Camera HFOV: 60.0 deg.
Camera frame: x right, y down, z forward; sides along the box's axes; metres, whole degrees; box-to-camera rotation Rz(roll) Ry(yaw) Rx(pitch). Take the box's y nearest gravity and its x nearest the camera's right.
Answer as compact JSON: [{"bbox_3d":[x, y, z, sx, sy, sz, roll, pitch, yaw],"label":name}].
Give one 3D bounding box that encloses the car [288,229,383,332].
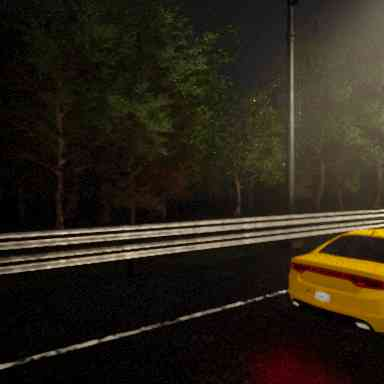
[{"bbox_3d":[4.051,1.479,6.613,5.008,1.535,1.882,0,0,-35],"label":"car"}]
